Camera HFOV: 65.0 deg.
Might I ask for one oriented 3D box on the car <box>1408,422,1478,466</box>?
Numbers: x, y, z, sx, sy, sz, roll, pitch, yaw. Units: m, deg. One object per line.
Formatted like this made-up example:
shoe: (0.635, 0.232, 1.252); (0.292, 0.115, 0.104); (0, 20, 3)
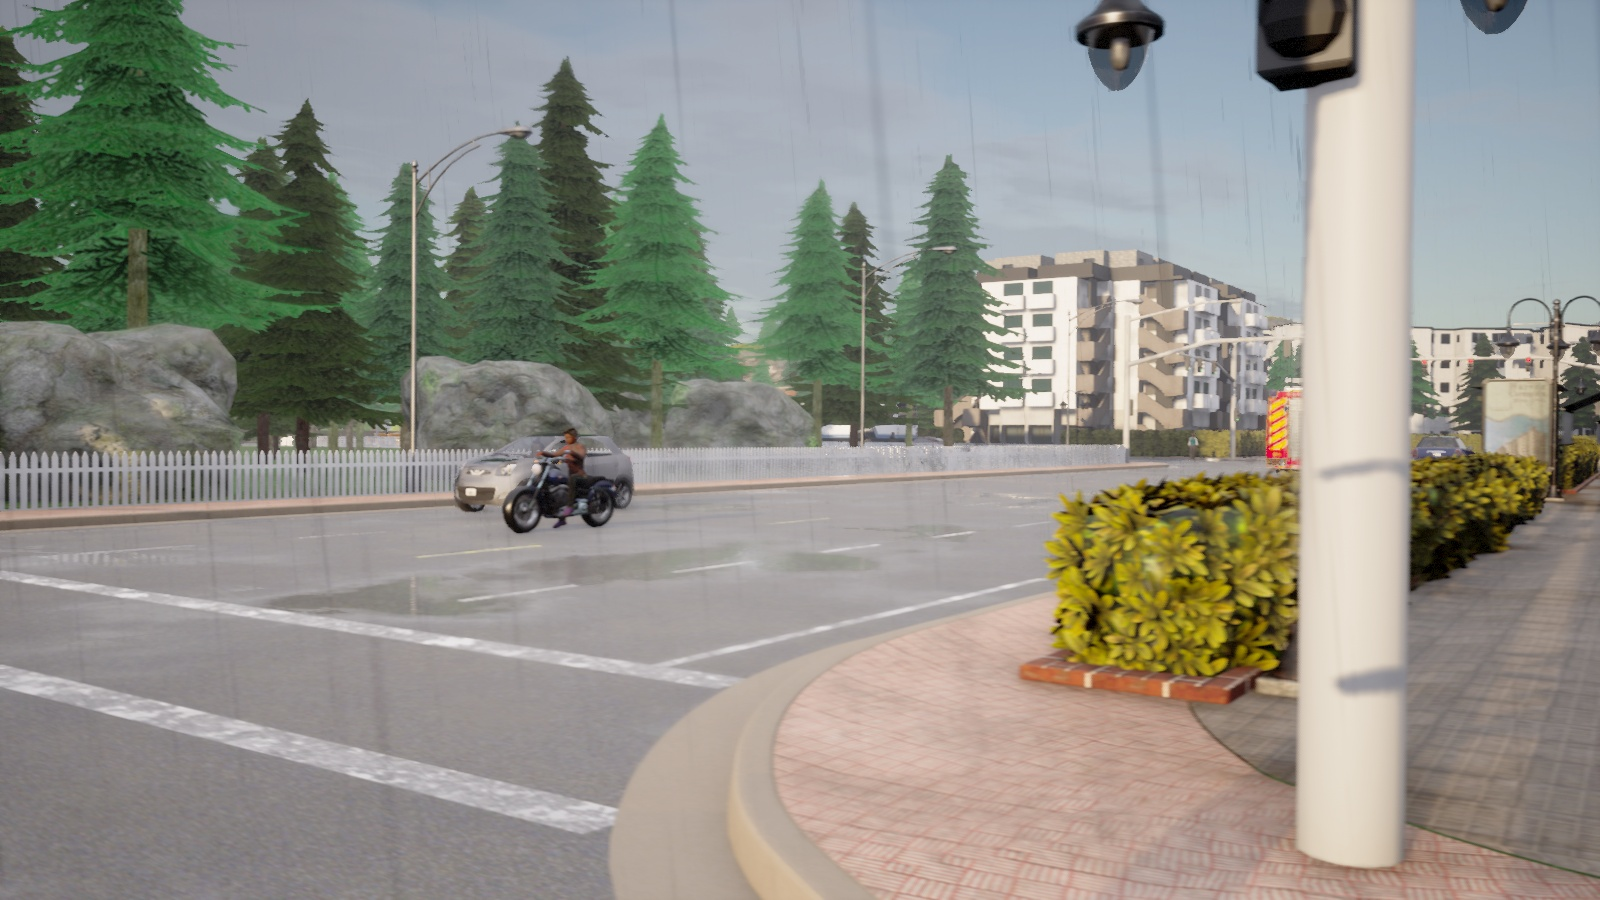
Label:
car: (27.057, -0.278, 52.762); (2.097, 1.767, 4.553); (0, 1, 34)

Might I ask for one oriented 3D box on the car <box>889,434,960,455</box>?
car: (8.705, -0.366, 88.232); (4.674, 1.442, 1.812); (-1, 1, 36)

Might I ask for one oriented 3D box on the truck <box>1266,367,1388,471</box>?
truck: (21.340, -1.217, 50.552); (2.891, 3.827, 8.468); (0, 1, 34)

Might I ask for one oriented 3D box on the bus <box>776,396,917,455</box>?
bus: (3.496, -1.815, 96.213); (10.273, 4.253, 3.944); (0, 1, 35)

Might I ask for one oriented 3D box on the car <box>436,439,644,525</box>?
car: (-4.920, 0.551, 24.163); (1.845, 1.501, 3.633); (0, 1, 34)

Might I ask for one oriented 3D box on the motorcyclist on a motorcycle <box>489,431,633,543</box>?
motorcyclist on a motorcycle: (-3.710, 0.530, 19.701); (0.766, 1.649, 2.350); (0, 1, 34)

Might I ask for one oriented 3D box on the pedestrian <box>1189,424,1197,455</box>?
pedestrian: (25.369, -0.681, 81.073); (0.396, 1.930, 0.692); (0, 1, 27)
